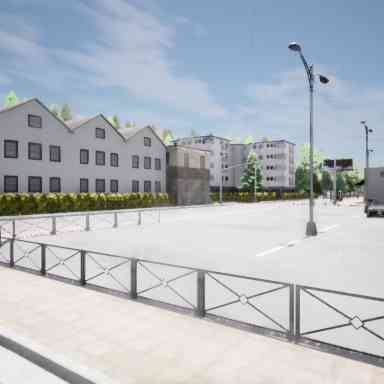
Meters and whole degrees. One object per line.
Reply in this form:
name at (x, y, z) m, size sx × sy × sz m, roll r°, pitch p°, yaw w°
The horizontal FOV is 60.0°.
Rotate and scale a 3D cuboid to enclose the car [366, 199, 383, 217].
car at (15.381, 1.298, 26.840) m, size 2.007 × 1.523 × 4.514 m, roll 0°, pitch 0°, yaw 35°
